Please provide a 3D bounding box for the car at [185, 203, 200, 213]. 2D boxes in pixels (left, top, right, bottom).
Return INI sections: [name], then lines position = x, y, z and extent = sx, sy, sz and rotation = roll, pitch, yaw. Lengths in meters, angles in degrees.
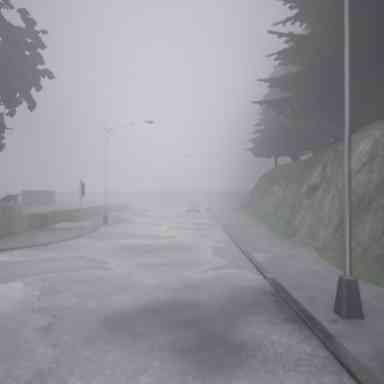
[car]
position = 0.114, 2.066, 43.163
extent = 1.895, 1.301, 4.718
rotation = 0, -1, 0
